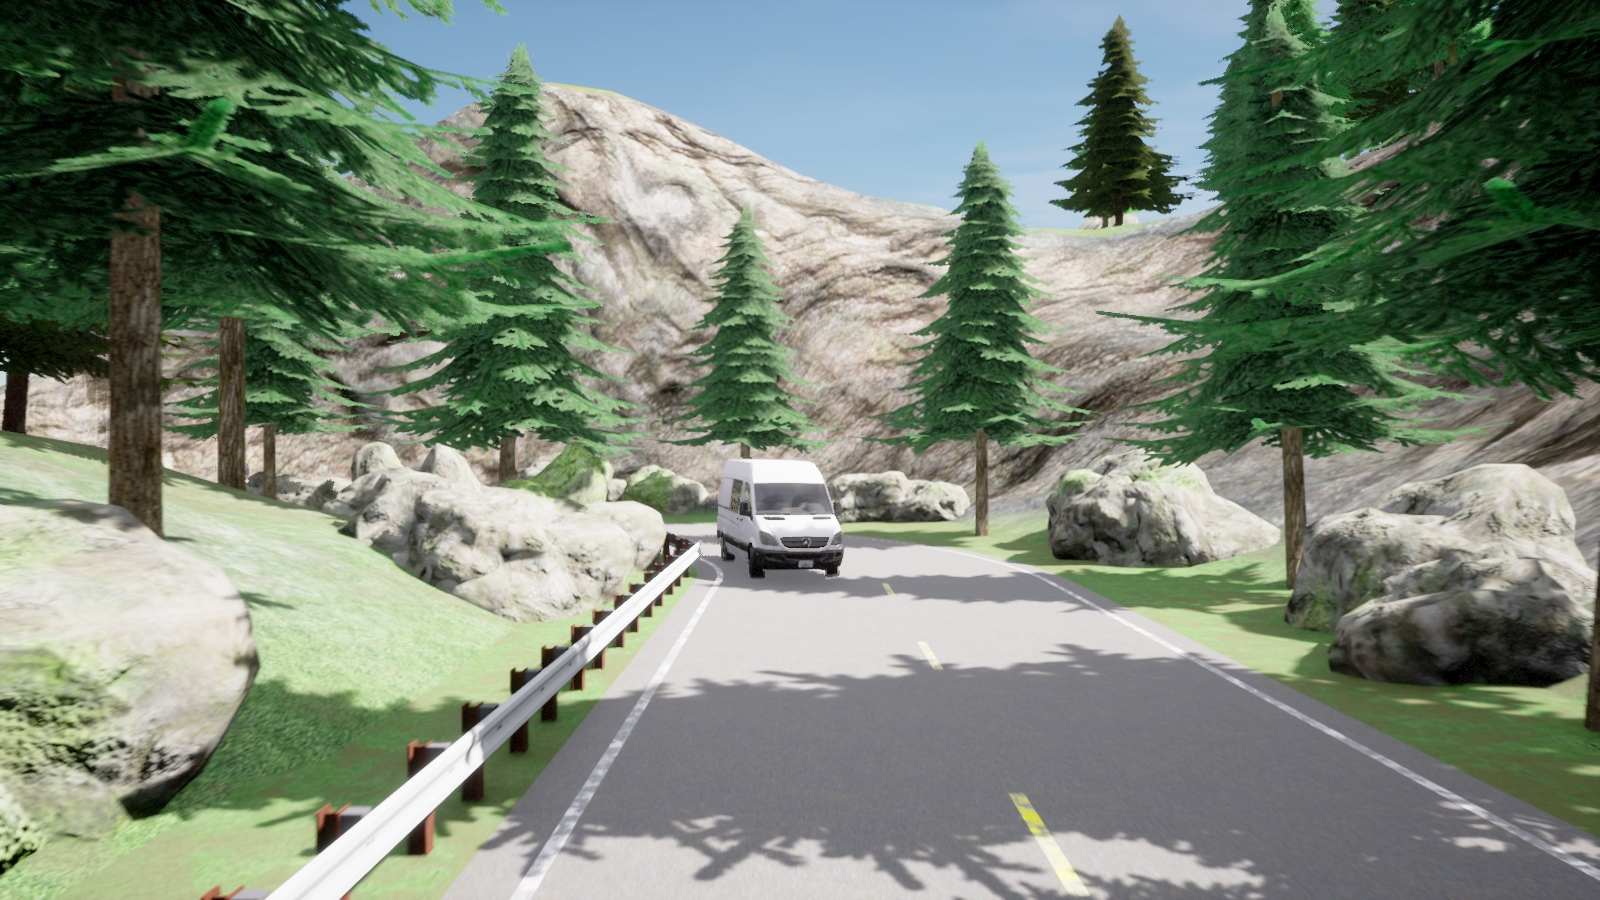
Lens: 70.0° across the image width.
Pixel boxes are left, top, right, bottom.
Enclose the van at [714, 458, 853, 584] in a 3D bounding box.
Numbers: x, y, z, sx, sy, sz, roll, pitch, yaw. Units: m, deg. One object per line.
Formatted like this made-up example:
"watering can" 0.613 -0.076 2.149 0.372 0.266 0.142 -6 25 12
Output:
"van" -0.546 1.510 26.809 1.988 2.561 5.915 1 0 -13
